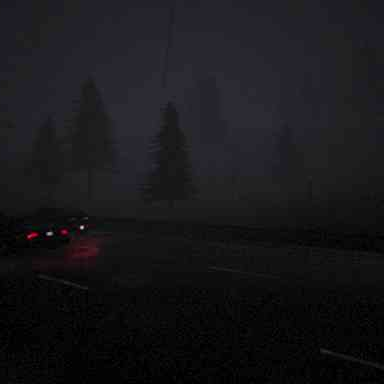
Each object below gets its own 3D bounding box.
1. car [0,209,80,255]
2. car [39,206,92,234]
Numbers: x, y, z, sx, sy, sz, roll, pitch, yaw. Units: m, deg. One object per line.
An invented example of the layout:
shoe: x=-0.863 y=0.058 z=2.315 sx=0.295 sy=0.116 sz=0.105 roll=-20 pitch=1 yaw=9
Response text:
car: x=-7.144 y=1.549 z=13.387 sx=5.357 sy=1.411 sz=2.033 roll=0 pitch=0 yaw=35
car: x=-7.424 y=1.506 z=17.880 sx=4.892 sy=1.490 sz=1.837 roll=0 pitch=0 yaw=35
